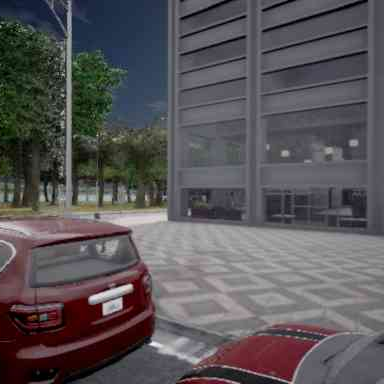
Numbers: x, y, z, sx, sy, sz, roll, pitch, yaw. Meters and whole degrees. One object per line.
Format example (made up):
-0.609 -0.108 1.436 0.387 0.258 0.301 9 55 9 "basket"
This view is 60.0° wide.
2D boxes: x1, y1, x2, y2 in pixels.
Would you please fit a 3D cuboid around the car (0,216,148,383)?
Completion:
-2.796 1.298 4.954 5.009 1.841 2.192 0 0 35 "car"

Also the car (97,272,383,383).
1.632 1.442 1.798 4.097 1.590 1.967 0 0 35 "car"
